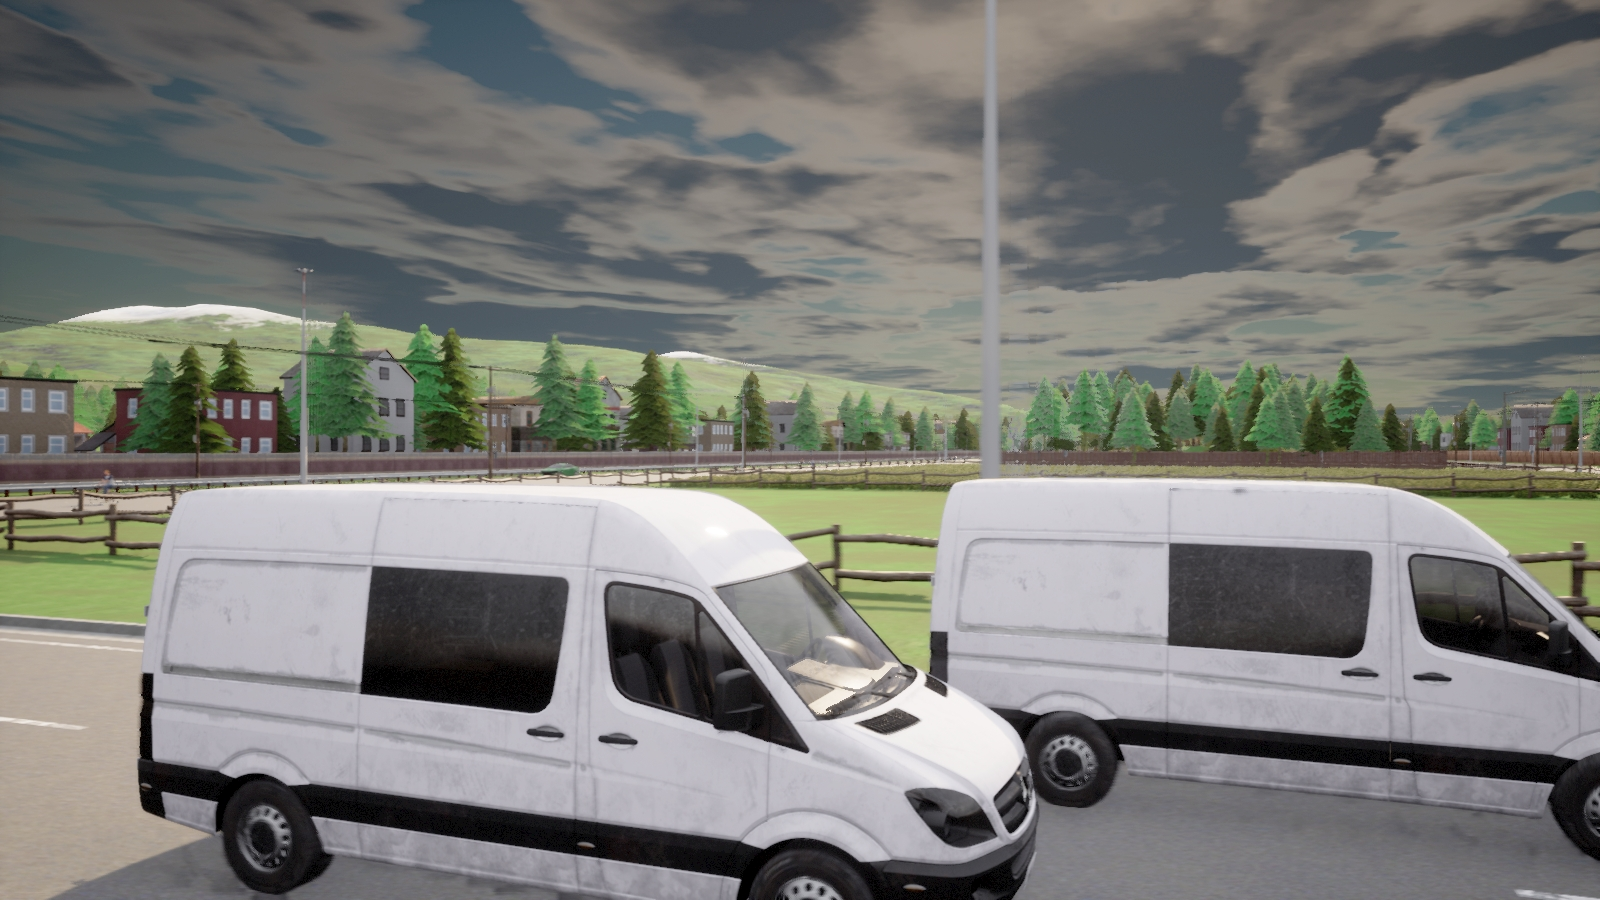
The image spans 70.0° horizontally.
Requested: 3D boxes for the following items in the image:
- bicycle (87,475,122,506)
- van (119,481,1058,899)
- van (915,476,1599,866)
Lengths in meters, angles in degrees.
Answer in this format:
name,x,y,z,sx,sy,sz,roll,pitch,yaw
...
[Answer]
name,x,y,z,sx,sy,sz,roll,pitch,yaw
bicycle,-35.148,2.056,57.786,0.373,1.496,1.643,0,0,20
van,-1.430,1.534,7.550,5.915,2.561,1.988,0,0,20
van,4.057,1.534,9.281,5.915,2.561,1.988,0,0,20
